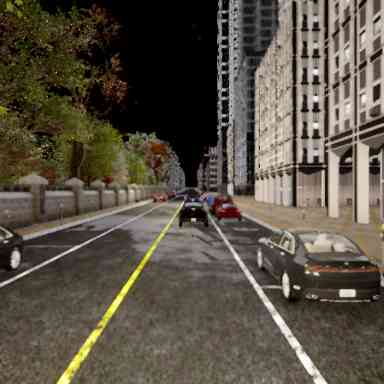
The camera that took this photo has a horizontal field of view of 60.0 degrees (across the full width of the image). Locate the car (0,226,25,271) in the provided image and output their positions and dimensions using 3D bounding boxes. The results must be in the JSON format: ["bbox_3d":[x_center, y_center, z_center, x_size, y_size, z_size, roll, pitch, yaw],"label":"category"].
[{"bbox_3d":[-5.686,1.503,7.960,2.008,1.369,4.403,0,0,0],"label":"car"}]

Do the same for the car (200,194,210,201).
[{"bbox_3d":[2.683,1.069,70.425,1.947,1.339,4.313,1,0,0],"label":"car"}]

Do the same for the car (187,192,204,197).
[{"bbox_3d":[0.093,1.080,41.341,2.097,1.767,4.553,0,0,0],"label":"car"}]

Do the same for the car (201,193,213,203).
[{"bbox_3d":[2.687,1.034,59.063,1.967,1.590,4.097,1,0,0],"label":"car"}]

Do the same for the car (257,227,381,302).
[{"bbox_3d":[2.694,1.503,7.935,2.008,1.369,4.403,0,0,0],"label":"car"}]

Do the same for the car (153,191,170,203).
[{"bbox_3d":[-5.692,0.909,59.102,2.192,1.841,5.009,1,0,0],"label":"car"}]

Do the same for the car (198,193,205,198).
[{"bbox_3d":[2.680,0.895,92.412,1.802,1.307,4.206,1,1,0],"label":"car"}]

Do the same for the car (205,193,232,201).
[{"bbox_3d":[2.692,1.120,30.658,2.192,1.841,5.009,0,0,0],"label":"car"}]

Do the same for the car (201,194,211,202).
[{"bbox_3d":[2.685,1.073,64.915,1.752,1.417,4.829,1,0,0],"label":"car"}]

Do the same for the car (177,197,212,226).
[{"bbox_3d":[0.094,1.368,22.237,1.837,1.490,4.892,0,1,0],"label":"car"}]

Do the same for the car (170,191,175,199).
[{"bbox_3d":[-5.695,0.770,76.149,2.192,1.841,5.009,1,0,0],"label":"car"}]

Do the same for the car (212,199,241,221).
[{"bbox_3d":[2.691,1.426,24.976,1.802,1.307,4.206,0,0,0],"label":"car"}]

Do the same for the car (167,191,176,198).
[{"bbox_3d":[-5.698,0.628,92.467,2.192,1.841,5.009,1,1,0],"label":"car"}]
